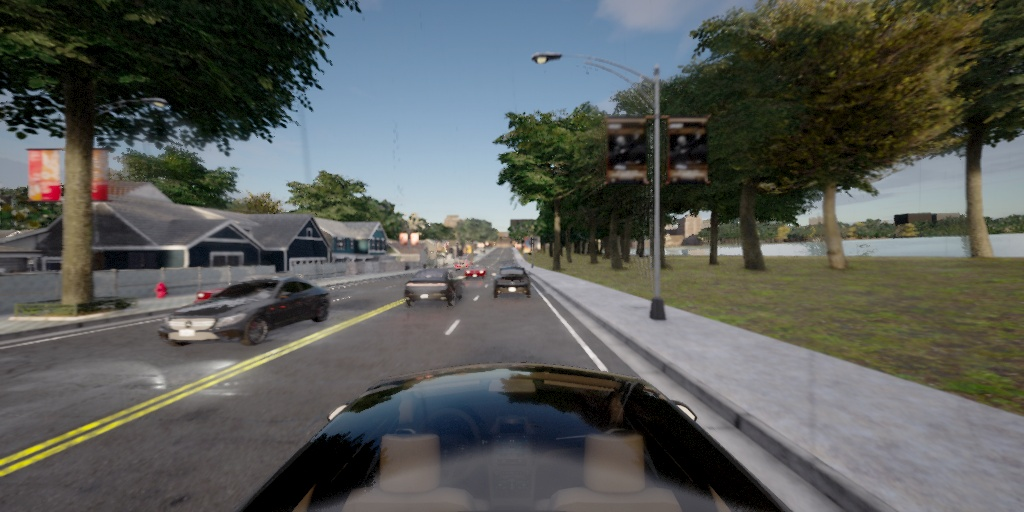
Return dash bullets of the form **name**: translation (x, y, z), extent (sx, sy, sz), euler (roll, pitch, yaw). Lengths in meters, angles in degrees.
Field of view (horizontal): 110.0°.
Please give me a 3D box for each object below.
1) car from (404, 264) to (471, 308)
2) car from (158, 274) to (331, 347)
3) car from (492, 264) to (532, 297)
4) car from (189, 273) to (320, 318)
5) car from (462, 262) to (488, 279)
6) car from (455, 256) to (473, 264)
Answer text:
- **car**: translation (-3.224, 1.280, 15.562), extent (2.128, 1.511, 4.902), euler (0, 0, 0)
- **car**: translation (-6.625, 1.314, 9.618), extent (1.812, 1.442, 4.674), euler (0, 0, -1)
- **car**: translation (-0.003, 1.293, 18.984), extent (1.837, 1.490, 4.892), euler (0, 0, 0)
- **car**: translation (-9.917, 1.420, 14.391), extent (1.895, 1.301, 4.718), euler (0, 0, 0)
- **car**: translation (-3.351, 1.479, 34.429), extent (1.895, 1.301, 4.718), euler (0, 0, -1)
- **car**: translation (-6.808, 1.070, 51.420), extent (2.150, 2.045, 5.566), euler (0, -1, 0)
